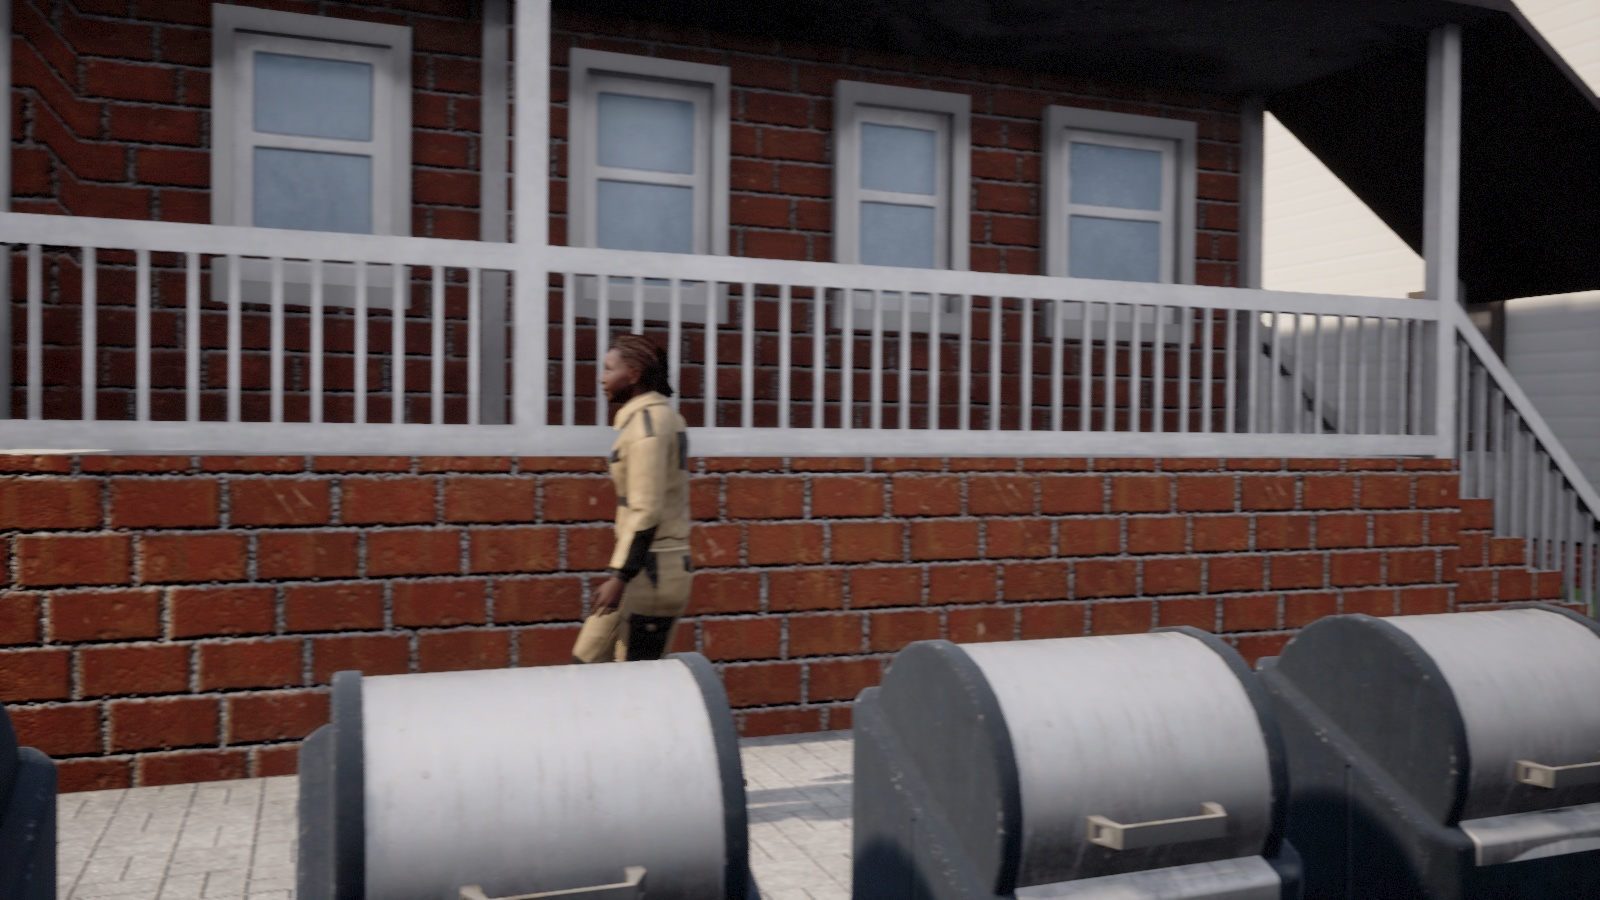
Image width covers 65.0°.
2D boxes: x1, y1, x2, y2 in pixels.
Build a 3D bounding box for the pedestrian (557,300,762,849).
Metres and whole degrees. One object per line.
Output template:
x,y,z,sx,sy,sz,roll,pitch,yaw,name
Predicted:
-0.500,0.438,4.632,0.692,1.930,0.396,-1,1,-1,pedestrian
